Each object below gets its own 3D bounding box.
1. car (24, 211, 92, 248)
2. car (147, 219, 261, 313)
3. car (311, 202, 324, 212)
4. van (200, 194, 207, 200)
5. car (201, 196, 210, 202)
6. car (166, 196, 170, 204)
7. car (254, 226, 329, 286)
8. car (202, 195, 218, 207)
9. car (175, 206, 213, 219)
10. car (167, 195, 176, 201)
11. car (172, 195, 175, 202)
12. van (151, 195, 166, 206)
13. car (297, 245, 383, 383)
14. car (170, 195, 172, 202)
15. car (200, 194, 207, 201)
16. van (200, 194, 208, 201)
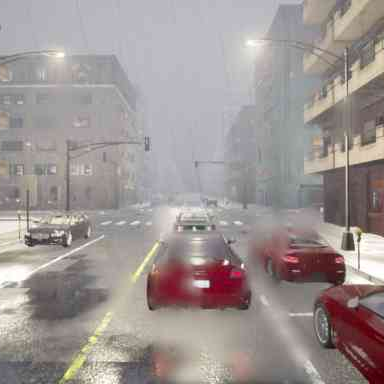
[{"bbox_3d":[-5.766,1.554,14.798,2.008,1.369,4.403,1,0,0],"label":"car"},{"bbox_3d":[0.108,1.566,7.779,1.994,1.385,4.181,0,0,-1],"label":"car"},{"bbox_3d":[15.558,1.518,36.948,4.507,1.381,1.887,0,-1,1],"label":"car"},{"bbox_3d":[3.150,1.349,92.448,1.690,1.788,3.998,1,0,0],"label":"van"},{"bbox_3d":[3.033,1.590,75.437,1.802,1.307,4.206,1,0,0],"label":"car"},{"bbox_3d":[-5.460,1.574,58.506,1.947,1.339,4.313,1,0,0],"label":"car"},{"bbox_3d":[2.670,1.584,9.057,1.802,1.307,4.206,1,0,0],"label":"car"},{"bbox_3d":[2.978,1.558,51.179,2.008,1.369,4.403,1,0,0],"label":"car"},{"bbox_3d":[0.107,1.604,16.597,1.895,1.301,4.718,0,0,0],"label":"car"},{"bbox_3d":[-5.271,1.554,86.858,1.887,1.381,4.507,1,0,0],"label":"car"},{"bbox_3d":[-5.347,1.575,75.518,1.947,1.339,4.313,1,0,0],"label":"car"},{"bbox_3d":[-5.570,1.349,52.843,1.690,1.788,3.998,1,0,0],"label":"van"},{"bbox_3d":[2.669,1.583,3.386,1.802,1.307,4.206,1,0,0],"label":"car"},{"bbox_3d":[-5.421,1.448,64.176,1.967,1.590,4.097,1,0,0],"label":"car"},{"bbox_3d":[2.995,1.558,69.767,2.008,1.369,4.403,1,0,0],"label":"car"},{"bbox_3d":[3.112,1.349,86.777,1.690,1.788,3.998,1,0,0],"label":"van"}]
